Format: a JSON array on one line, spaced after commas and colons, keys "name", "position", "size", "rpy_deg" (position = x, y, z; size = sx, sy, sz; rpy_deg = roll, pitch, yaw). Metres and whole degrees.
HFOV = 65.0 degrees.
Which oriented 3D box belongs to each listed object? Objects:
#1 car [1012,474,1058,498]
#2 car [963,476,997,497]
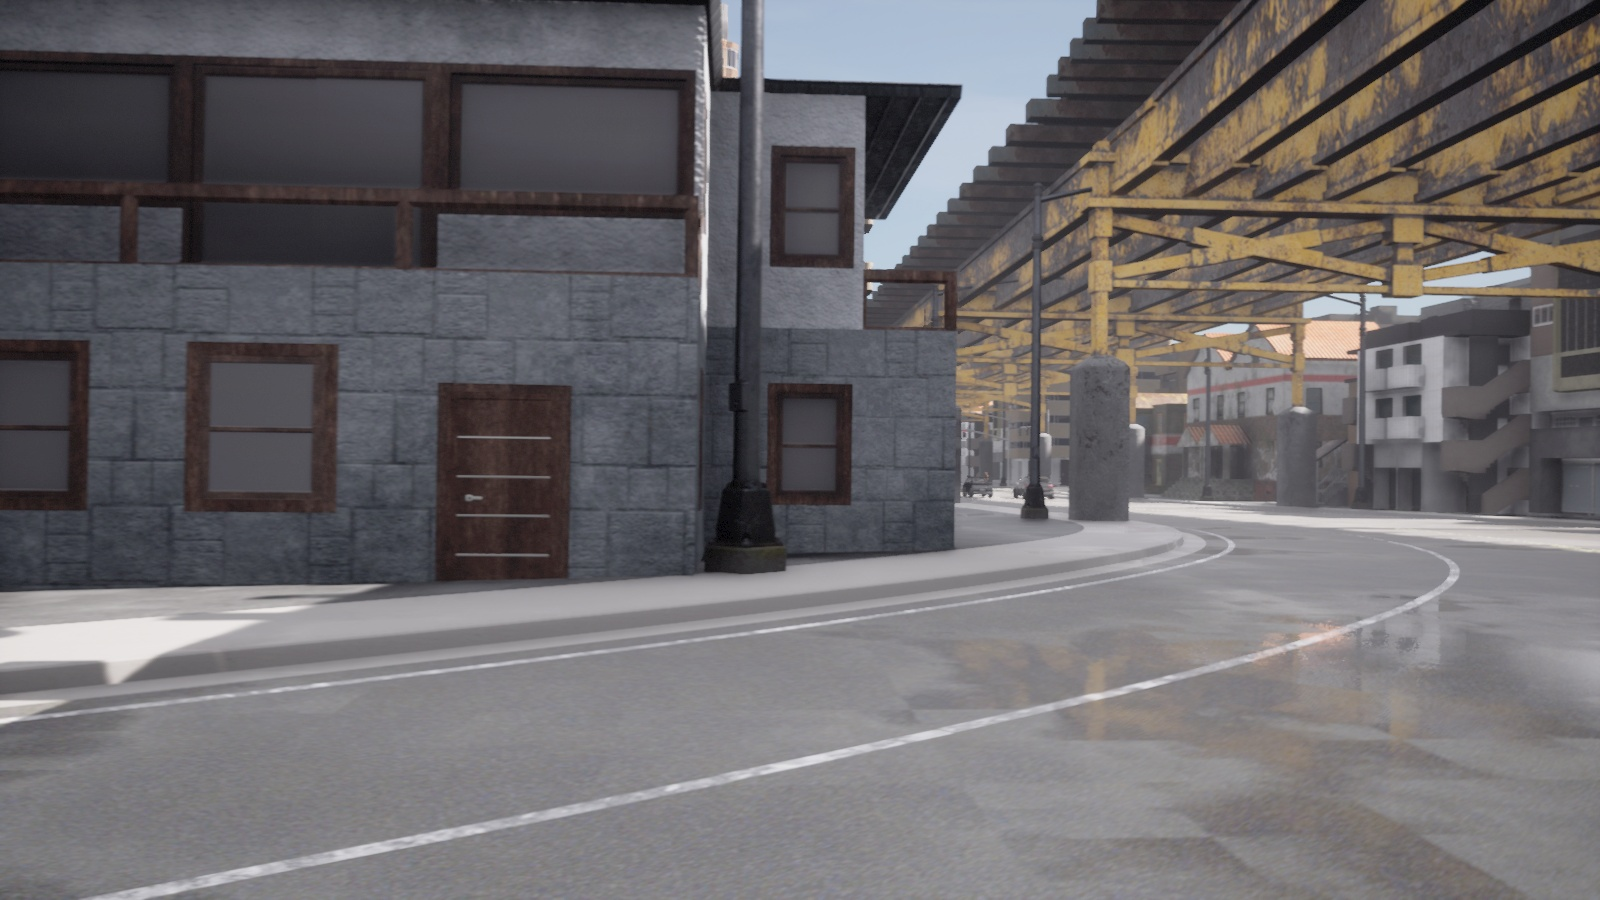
[{"name": "car", "position": [17.026, 2.573, 91.094], "size": [2.242, 1.667, 4.611], "rpy_deg": [1, -1, -3]}, {"name": "car", "position": [13.395, 2.718, 93.601], "size": [1.789, 1.549, 3.705], "rpy_deg": [1, -1, -3]}]
